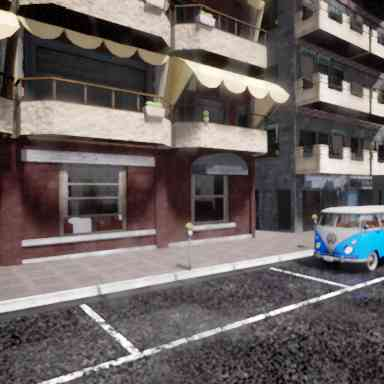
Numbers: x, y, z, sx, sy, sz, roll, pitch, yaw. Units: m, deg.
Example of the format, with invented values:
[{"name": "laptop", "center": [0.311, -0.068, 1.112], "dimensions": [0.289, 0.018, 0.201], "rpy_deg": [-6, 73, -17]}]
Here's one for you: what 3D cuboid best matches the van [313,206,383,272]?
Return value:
[{"name": "van", "center": [5.517, 1.339, 10.495], "dimensions": [3.998, 1.788, 1.690], "rpy_deg": [0, 0, -35]}]
